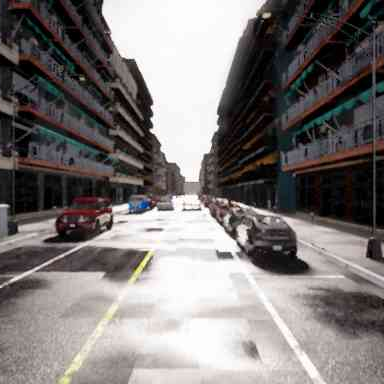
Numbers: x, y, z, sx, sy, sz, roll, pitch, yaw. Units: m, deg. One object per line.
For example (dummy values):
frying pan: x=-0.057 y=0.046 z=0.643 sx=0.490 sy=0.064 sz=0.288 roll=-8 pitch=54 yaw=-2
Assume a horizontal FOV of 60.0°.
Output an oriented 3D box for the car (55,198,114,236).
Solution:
car: x=-5.692 y=1.264 z=18.335 sx=2.192 sy=1.841 sz=5.009 roll=0 pitch=0 yaw=0

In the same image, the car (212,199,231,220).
car: x=2.688 y=1.479 z=23.978 sx=1.887 sy=1.381 sz=4.507 roll=0 pitch=0 yaw=0

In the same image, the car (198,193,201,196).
car: x=2.683 y=1.429 z=69.273 sx=1.887 sy=1.381 sz=4.507 roll=0 pitch=0 yaw=0

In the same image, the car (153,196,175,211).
car: x=-3.095 y=1.504 z=39.500 sx=1.895 sy=1.301 sz=4.718 roll=0 pitch=0 yaw=0

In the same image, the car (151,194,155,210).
car: x=-5.695 y=1.216 z=40.981 sx=2.192 sy=1.841 sz=5.009 roll=0 pitch=0 yaw=0

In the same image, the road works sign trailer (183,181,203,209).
road works sign trailer: x=-0.003 y=0.363 z=43.246 sx=2.380 sy=3.560 sz=2.880 roll=0 pitch=0 yaw=0

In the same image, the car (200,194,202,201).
car: x=2.685 y=1.419 z=52.453 sx=1.752 sy=1.417 sz=4.829 roll=0 pitch=0 yaw=0

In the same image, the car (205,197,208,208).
car: x=2.687 y=1.490 z=35.301 sx=1.802 sy=1.307 sz=4.206 roll=0 pitch=0 yaw=0

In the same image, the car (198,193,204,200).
car: x=2.684 y=1.432 z=63.608 sx=1.887 sy=1.381 sz=4.507 roll=0 pitch=0 yaw=0

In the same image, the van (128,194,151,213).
van: x=-5.693 y=1.249 z=35.321 sx=1.690 sy=1.788 sz=3.998 roll=0 pitch=0 yaw=0

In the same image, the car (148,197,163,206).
car: x=-5.695 y=1.438 z=52.305 sx=1.887 sy=1.381 sz=4.507 roll=0 pitch=0 yaw=0

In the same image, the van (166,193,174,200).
van: x=-5.700 y=1.232 z=86.278 sx=1.690 sy=1.788 sz=3.998 roll=0 pitch=0 yaw=0

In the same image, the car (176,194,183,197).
car: x=-3.005 y=1.024 z=80.041 sx=1.812 sy=1.442 sz=4.674 roll=0 pitch=0 yaw=0

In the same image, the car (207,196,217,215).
car: x=2.688 y=1.361 z=29.637 sx=1.967 sy=1.590 sz=4.097 roll=0 pitch=0 yaw=0

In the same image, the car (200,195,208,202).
car: x=2.682 y=1.410 z=75.102 sx=1.752 sy=1.417 sz=4.829 roll=0 pitch=0 yaw=0

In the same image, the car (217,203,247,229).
car: x=2.689 y=1.500 z=18.315 sx=2.008 sy=1.369 sz=4.403 roll=0 pitch=0 yaw=0

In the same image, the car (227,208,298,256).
car: x=2.689 y=1.516 z=12.653 sx=2.008 sy=1.369 sz=4.403 roll=0 pitch=0 yaw=0

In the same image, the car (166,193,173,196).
car: x=-5.698 y=1.409 z=74.784 sx=1.752 sy=1.417 sz=4.829 roll=0 pitch=0 yaw=0

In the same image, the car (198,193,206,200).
car: x=2.680 y=1.213 z=91.916 sx=2.192 sy=1.841 sz=5.009 roll=0 pitch=0 yaw=0

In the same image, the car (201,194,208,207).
car: x=2.685 y=1.336 z=46.621 sx=1.967 sy=1.590 sz=4.097 roll=0 pitch=0 yaw=0
